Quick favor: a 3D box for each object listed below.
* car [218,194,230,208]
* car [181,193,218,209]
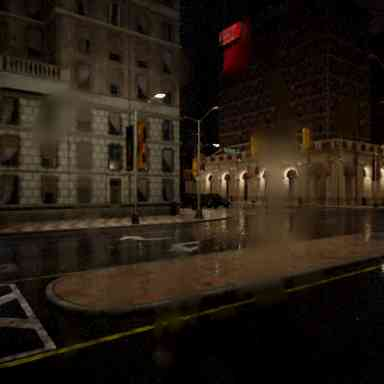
[{"bbox_3d":[3.086,1.213,48.486,2.150,2.045,5.566,0,0,-36],"label":"car"},{"bbox_3d":[0.598,1.212,45.946,2.150,2.045,5.566,0,0,-35],"label":"car"}]
